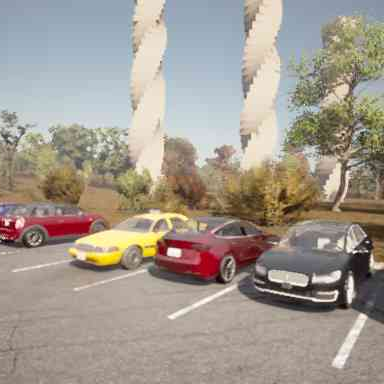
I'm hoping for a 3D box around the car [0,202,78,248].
[{"bbox_3d":[-5.827,1.219,14.483,2.185,1.767,4.553,1,1,35],"label":"car"}]

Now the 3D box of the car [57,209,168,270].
[{"bbox_3d":[-1.438,1.407,11.163,1.946,1.575,5.366,1,0,35],"label":"car"}]

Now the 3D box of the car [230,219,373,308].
[{"bbox_3d":[3.160,1.464,8.119,2.231,1.521,4.892,1,0,36],"label":"car"}]

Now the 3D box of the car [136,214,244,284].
[{"bbox_3d":[0.934,1.469,9.735,2.163,1.488,4.792,1,0,35],"label":"car"}]
